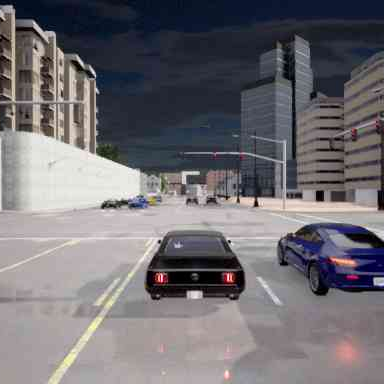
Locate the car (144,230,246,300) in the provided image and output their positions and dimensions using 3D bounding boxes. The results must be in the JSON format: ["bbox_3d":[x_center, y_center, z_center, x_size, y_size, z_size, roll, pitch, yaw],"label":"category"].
[{"bbox_3d":[0.062,1.591,8.311,1.895,1.301,4.718,0,0,0],"label":"car"}]

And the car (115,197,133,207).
[{"bbox_3d":[-10.679,1.556,52.857,1.895,1.301,4.718,0,0,0],"label":"car"}]

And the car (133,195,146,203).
[{"bbox_3d":[-10.627,1.441,67.325,1.837,1.490,4.892,0,0,0],"label":"car"}]

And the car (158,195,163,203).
[{"bbox_3d":[-7.122,1.419,68.184,2.128,1.511,4.902,0,0,0],"label":"car"}]

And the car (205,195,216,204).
[{"bbox_3d":[3.498,1.417,61.956,1.837,1.490,4.892,0,0,0],"label":"car"}]

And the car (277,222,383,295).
[{"bbox_3d":[3.563,1.508,8.538,1.812,1.442,4.674,0,0,0],"label":"car"}]

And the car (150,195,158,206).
[{"bbox_3d":[-7.174,1.424,53.847,1.882,1.535,5.008,0,0,0],"label":"car"}]

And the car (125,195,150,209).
[{"bbox_3d":[-7.165,1.436,44.389,1.882,1.535,5.008,0,0,0],"label":"car"}]

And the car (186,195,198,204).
[{"bbox_3d":[-0.001,1.272,61.617,2.097,1.767,4.553,0,0,0],"label":"car"}]

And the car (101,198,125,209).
[{"bbox_3d":[-10.665,1.530,44.097,1.994,1.385,4.181,0,0,0],"label":"car"}]
